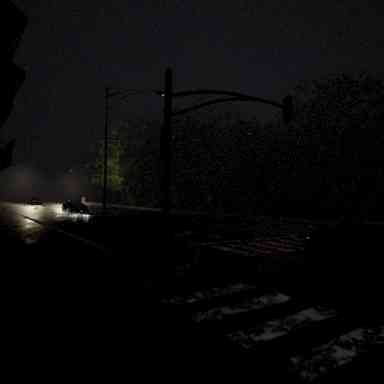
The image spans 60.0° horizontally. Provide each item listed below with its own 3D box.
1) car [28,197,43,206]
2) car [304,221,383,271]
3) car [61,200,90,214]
[{"bbox_3d":[-26.847,1.663,57.030,1.812,1.442,4.674,1,-1,-34],"label":"car"},{"bbox_3d":[5.527,1.617,9.718,1.812,1.442,4.674,1,0,-34],"label":"car"},{"bbox_3d":[-12.969,1.630,36.748,2.033,1.411,5.357,1,-1,-34],"label":"car"}]
